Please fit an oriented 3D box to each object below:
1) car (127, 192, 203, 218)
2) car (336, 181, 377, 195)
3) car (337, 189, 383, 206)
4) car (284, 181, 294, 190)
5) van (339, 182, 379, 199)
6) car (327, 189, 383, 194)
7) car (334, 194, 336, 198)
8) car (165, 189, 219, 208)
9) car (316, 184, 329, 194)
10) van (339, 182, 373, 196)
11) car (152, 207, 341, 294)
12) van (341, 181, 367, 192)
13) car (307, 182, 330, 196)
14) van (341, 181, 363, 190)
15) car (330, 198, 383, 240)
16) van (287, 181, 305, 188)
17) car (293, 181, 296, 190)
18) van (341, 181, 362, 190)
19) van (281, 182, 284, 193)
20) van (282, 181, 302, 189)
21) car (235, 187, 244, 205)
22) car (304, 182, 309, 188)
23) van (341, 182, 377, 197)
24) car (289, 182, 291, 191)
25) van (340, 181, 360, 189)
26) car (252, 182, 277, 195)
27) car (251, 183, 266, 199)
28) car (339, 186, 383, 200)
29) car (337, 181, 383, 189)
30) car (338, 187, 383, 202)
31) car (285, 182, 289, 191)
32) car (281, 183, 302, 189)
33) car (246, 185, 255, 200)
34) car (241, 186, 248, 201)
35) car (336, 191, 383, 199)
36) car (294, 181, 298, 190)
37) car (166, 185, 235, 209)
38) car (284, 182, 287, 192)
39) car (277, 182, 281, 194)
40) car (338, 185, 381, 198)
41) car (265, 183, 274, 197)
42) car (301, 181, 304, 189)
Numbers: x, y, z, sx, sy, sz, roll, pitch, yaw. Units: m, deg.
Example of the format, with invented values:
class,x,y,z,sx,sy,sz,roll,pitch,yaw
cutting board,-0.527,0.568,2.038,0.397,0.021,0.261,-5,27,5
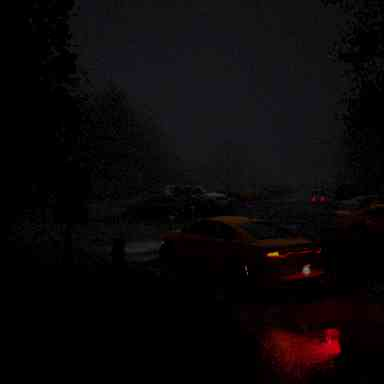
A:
class,x,y,z,sx,sy,sz,roll,pitch,yaw
car,-2.083,0.982,22.176,4.792,1.488,2.163,1,3,24
car,25.667,-0.638,52.206,5.566,2.045,2.435,1,2,24
car,16.636,0.472,32.006,4.792,1.488,2.163,1,3,24
car,15.878,-0.798,62.752,5.366,1.575,1.946,1,2,24
van,21.070,-0.226,42.115,4.442,1.987,1.878,1,3,24
car,13.106,0.797,24.490,5.366,1.575,1.946,1,3,24
car,10.990,1.073,19.375,4.792,1.488,2.163,1,3,24
car,-0.919,0.833,24.693,5.008,1.535,2.097,1,3,24
car,22.385,-0.570,56.910,1.882,1.535,5.008,1,2,24
van,24.457,-0.518,49.716,4.442,1.987,1.878,1,2,24
car,0.942,1.358,8.600,1.882,1.535,5.008,2,-1,-32
van,31.497,-1.095,64.902,4.442,1.987,1.878,1,2,24
car,18.187,-0.199,47.514,2.128,1.511,4.902,1,2,24
van,36.014,-1.479,75.013,4.442,1.987,1.878,1,2,24
car,8.804,1.278,14.423,5.008,1.535,2.097,1,3,24
van,28.383,-2.004,90.568,4.442,1.987,1.878,1,1,24
car,17.184,-0.887,65.207,4.892,1.521,2.231,1,2,24
van,37.092,-1.570,77.426,4.442,1.987,1.878,1,2,24
van,11.627,-0.631,52.487,4.442,1.987,1.878,1,2,24
van,24.994,-1.790,82.981,4.442,1.987,1.878,1,2,24
car,1.508,0.592,29.684,5.366,1.575,1.946,1,3,24
car,26.258,-1.909,85.454,5.566,2.045,2.435,1,2,24
van,23.540,-0.418,47.093,4.442,1.987,1.878,1,2,24
car,14.889,-0.667,60.156,4.792,1.488,2.163,1,2,24
van,38.063,-1.675,80.170,4.442,1.987,1.878,1,2,24
car,9.286,-0.337,47.462,4.553,1.767,2.185,1,3,24
car,5.746,0.102,40.074,5.366,1.575,1.946,1,3,24
car,20.074,0.133,39.558,4.792,1.488,2.163,1,3,24
car,15.559,0.313,29.444,5.566,2.045,2.435,1,3,24
car,18.998,0.236,37.151,4.792,1.488,2.163,1,3,24
car,13.757,-0.571,57.623,4.792,1.488,2.163,1,2,24
car,23.971,-1.426,80.409,4.674,1.452,2.002,1,2,24
car,3.433,0.345,34.899,5.366,1.575,1.946,1,3,24
car,2.477,0.473,32.290,4.892,1.521,2.231,1,3,24
car,9.966,1.033,16.930,4.553,1.767,2.185,1,3,24
car,18.305,-0.984,67.745,4.892,1.521,2.231,1,2,24
car,0.232,0.462,27.204,5.566,2.045,2.435,1,3,24
car,12.625,-0.474,55.090,4.792,1.488,2.163,1,2,24
car,10.415,-0.281,49.999,4.792,1.488,2.163,1,2,24
car,22.310,-0.098,44.620,5.008,1.535,2.097,1,2,24
car,7.166,-0.002,42.343,5.366,1.575,1.946,1,3,24
car,22.832,-1.370,77.878,5.008,1.535,2.097,1,2,24
